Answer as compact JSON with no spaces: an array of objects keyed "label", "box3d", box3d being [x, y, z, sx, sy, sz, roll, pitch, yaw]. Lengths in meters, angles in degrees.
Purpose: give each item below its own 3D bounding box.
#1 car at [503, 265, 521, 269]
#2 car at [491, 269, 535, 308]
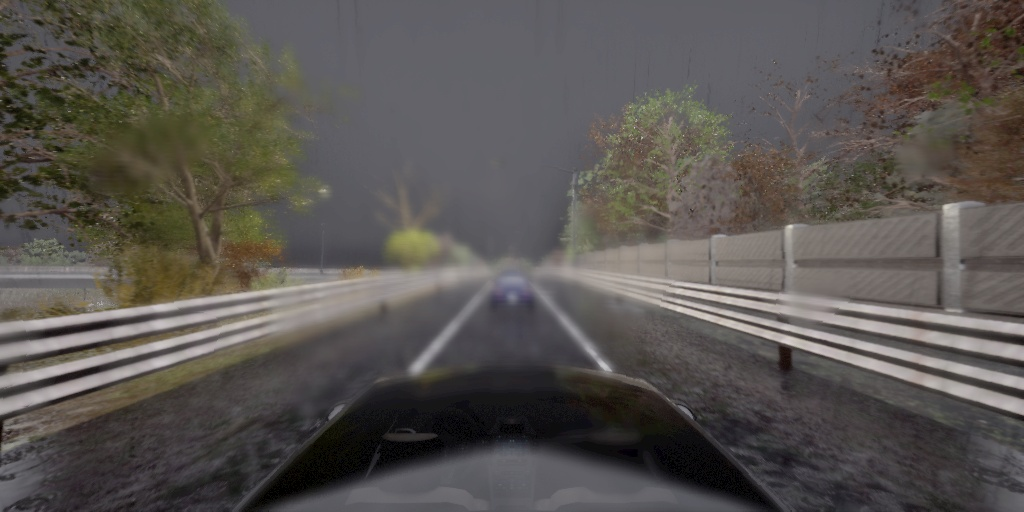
[{"label":"car","box3d":[0.045,1.522,30.736,2.097,1.767,4.553,0,-1,1]},{"label":"car","box3d":[0.047,1.481,16.275,1.812,1.442,4.674,0,-1,0]}]
